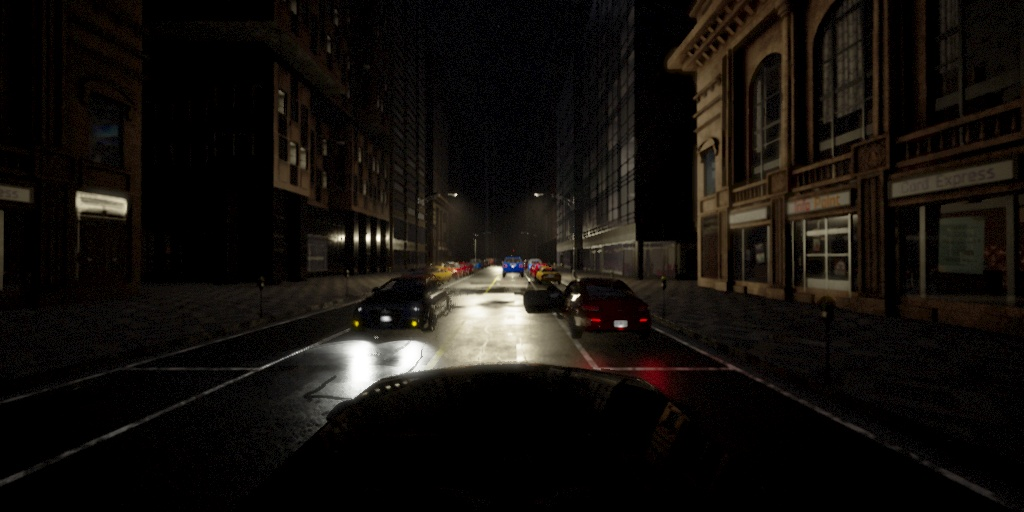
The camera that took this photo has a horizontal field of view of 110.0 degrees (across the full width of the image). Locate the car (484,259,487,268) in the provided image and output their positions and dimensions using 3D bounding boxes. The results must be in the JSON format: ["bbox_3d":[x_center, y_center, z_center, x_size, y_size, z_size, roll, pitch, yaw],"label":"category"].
[{"bbox_3d":[-5.690,1.588,61.210,1.802,1.307,4.207,0,0,0],"label":"car"}]

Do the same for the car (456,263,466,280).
[{"bbox_3d":[-5.725,1.324,33.201,1.967,1.591,4.097,0,0,0],"label":"car"}]

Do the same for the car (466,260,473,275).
[{"bbox_3d":[-5.718,1.454,38.803,1.888,1.381,4.507,0,0,0],"label":"car"}]

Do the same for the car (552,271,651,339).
[{"bbox_3d":[2.360,1.311,10.076,1.812,1.442,4.674,0,0,0],"label":"car"}]

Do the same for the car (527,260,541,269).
[{"bbox_3d":[2.807,1.453,38.801,1.888,1.381,4.507,0,0,0],"label":"car"}]

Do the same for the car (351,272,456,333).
[{"bbox_3d":[-3.092,1.352,10.763,1.994,1.385,4.181,0,0,0],"label":"car"}]

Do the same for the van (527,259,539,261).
[{"bbox_3d":[2.814,1.273,44.403,1.690,1.789,3.998,0,0,0],"label":"van"}]

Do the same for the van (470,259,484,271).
[{"bbox_3d":[-5.697,1.322,55.609,1.690,1.789,3.998,0,0,0],"label":"van"}]

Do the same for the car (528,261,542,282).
[{"bbox_3d":[2.800,1.429,33.199,1.888,1.381,4.507,0,0,0],"label":"car"}]

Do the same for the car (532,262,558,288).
[{"bbox_3d":[2.793,1.386,27.767,1.751,1.417,4.829,0,0,0],"label":"car"}]

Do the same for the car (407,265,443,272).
[{"bbox_3d":[-5.740,1.418,21.997,1.802,1.307,4.207,0,0,0],"label":"car"}]

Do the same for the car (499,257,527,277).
[{"bbox_3d":[0.113,1.126,37.329,2.150,2.045,5.566,0,0,0],"label":"car"}]

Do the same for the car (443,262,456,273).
[{"bbox_3d":[-5.733,1.386,27.430,1.751,1.417,4.829,0,0,0],"label":"car"}]

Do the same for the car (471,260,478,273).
[{"bbox_3d":[-5.711,1.478,44.405,1.888,1.381,4.507,0,0,0],"label":"car"}]
